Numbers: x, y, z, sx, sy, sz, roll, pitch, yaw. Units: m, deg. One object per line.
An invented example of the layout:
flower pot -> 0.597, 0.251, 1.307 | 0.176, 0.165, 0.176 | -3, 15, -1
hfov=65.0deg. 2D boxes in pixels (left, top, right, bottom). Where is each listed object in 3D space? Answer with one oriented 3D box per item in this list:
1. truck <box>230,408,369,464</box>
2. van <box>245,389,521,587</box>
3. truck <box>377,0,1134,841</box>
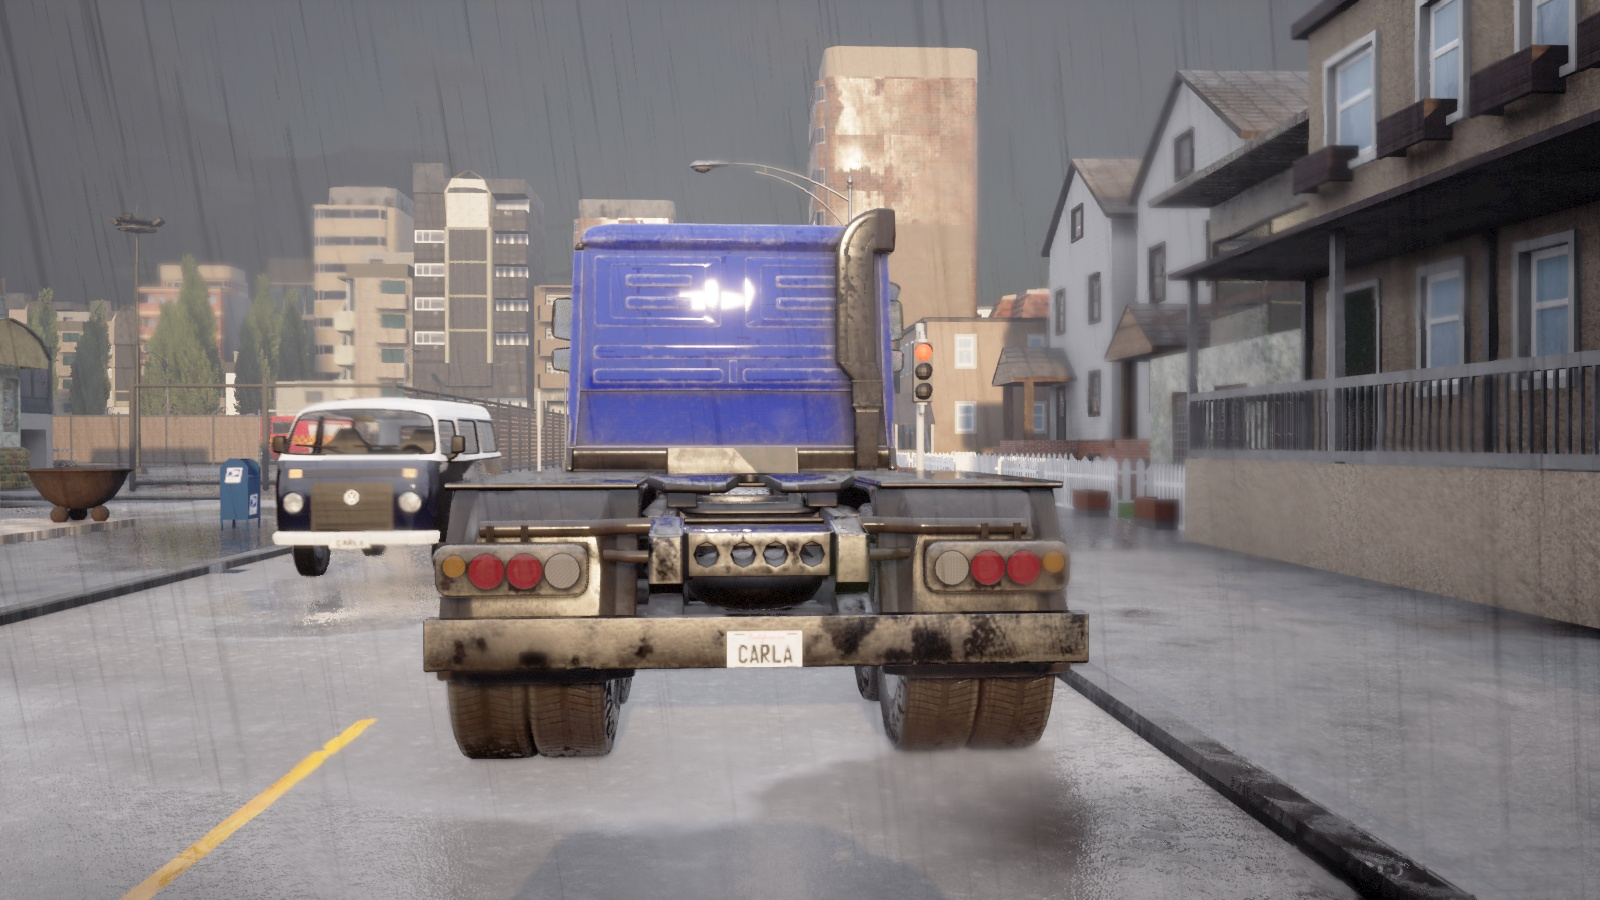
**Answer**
truck -> -34.798, -0.940, 87.533 | 8.468, 3.827, 2.891 | 0, 0, -3
van -> -4.792, 0.380, 15.186 | 2.069, 2.038, 4.480 | 0, 0, -3
truck -> -0.432, -0.285, 8.765 | 2.891, 3.462, 7.936 | 0, 0, -4
